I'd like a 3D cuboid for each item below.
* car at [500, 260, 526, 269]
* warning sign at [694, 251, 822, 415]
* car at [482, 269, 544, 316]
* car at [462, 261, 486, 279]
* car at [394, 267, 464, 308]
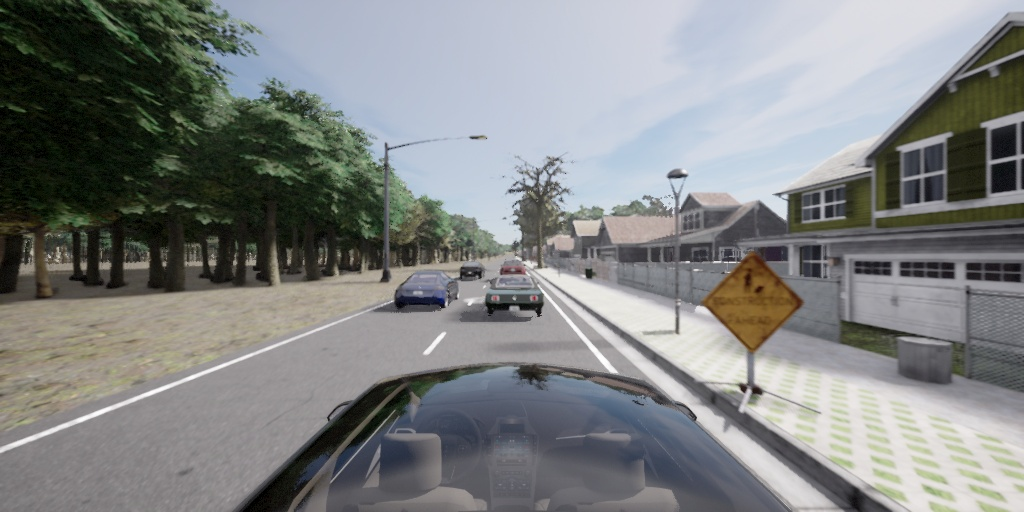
[{"bbox_3d":[0.074,1.079,29.872,2.097,1.767,4.553,0,0,0],"label":"car"},{"bbox_3d":[3.048,0.865,4.579,1.300,1.860,1.060,0,0,0],"label":"warning sign"},{"bbox_3d":[0.086,1.346,13.407,1.895,1.301,4.718,0,0,0],"label":"car"},{"bbox_3d":[-3.423,1.201,31.639,1.882,1.535,5.008,0,0,0],"label":"car"},{"bbox_3d":[-3.415,1.308,15.040,1.994,1.385,4.181,0,0,0],"label":"car"}]
